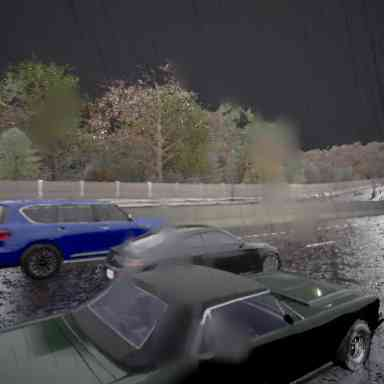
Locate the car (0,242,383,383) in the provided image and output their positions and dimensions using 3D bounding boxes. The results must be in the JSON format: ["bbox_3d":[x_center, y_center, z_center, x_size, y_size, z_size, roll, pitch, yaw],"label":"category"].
[{"bbox_3d":[0.299,1.597,3.960,4.718,1.301,1.895,0,0,-35],"label":"car"}]

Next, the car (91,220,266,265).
[{"bbox_3d":[0.199,1.518,8.188,4.674,1.442,1.812,0,0,-35],"label":"car"}]

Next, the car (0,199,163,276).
[{"bbox_3d":[-3.127,1.216,10.113,5.566,2.045,2.150,0,0,-35],"label":"car"}]
